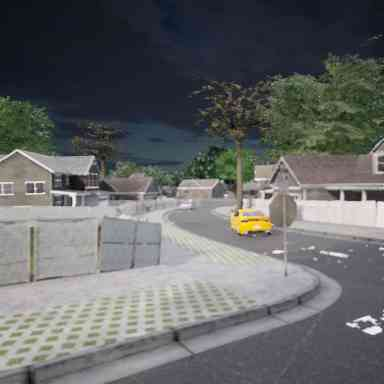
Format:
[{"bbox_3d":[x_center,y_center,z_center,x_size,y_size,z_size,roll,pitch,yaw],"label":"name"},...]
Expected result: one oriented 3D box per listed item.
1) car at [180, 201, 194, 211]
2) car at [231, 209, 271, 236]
[{"bbox_3d":[-0.849,2.261,54.477,1.812,1.442,4.674,-1,-1,7],"label":"car"},{"bbox_3d":[3.605,1.803,20.982,1.882,1.535,5.008,-3,0,0],"label":"car"}]
